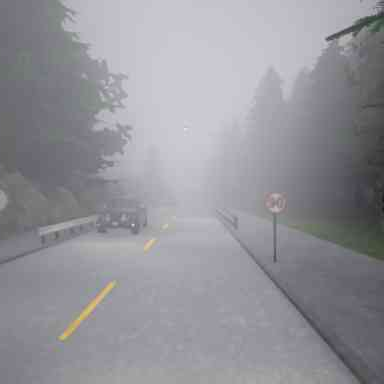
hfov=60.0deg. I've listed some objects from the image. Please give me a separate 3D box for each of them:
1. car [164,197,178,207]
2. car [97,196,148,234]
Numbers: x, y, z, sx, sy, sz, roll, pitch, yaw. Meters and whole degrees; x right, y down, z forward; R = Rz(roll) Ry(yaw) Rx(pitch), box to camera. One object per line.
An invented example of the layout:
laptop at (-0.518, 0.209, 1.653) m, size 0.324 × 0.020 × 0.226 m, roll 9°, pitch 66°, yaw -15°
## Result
car at (-3.488, 1.595, 56.502) m, size 2.097 × 1.767 × 4.553 m, roll 0°, pitch 0°, yaw 1°
car at (-3.963, 1.296, 19.968) m, size 2.150 × 2.045 × 5.566 m, roll 0°, pitch 0°, yaw 0°
